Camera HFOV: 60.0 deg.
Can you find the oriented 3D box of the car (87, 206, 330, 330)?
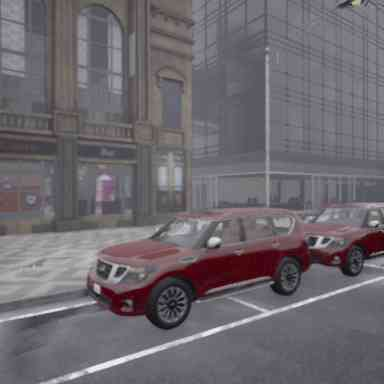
[{"bbox_3d":[0.446,1.301,7.085,5.009,1.841,2.192,0,0,-35],"label":"car"}]

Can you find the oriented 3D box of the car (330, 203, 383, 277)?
[{"bbox_3d":[5.037,1.283,10.359,5.009,1.841,2.192,0,0,-35],"label":"car"}]
